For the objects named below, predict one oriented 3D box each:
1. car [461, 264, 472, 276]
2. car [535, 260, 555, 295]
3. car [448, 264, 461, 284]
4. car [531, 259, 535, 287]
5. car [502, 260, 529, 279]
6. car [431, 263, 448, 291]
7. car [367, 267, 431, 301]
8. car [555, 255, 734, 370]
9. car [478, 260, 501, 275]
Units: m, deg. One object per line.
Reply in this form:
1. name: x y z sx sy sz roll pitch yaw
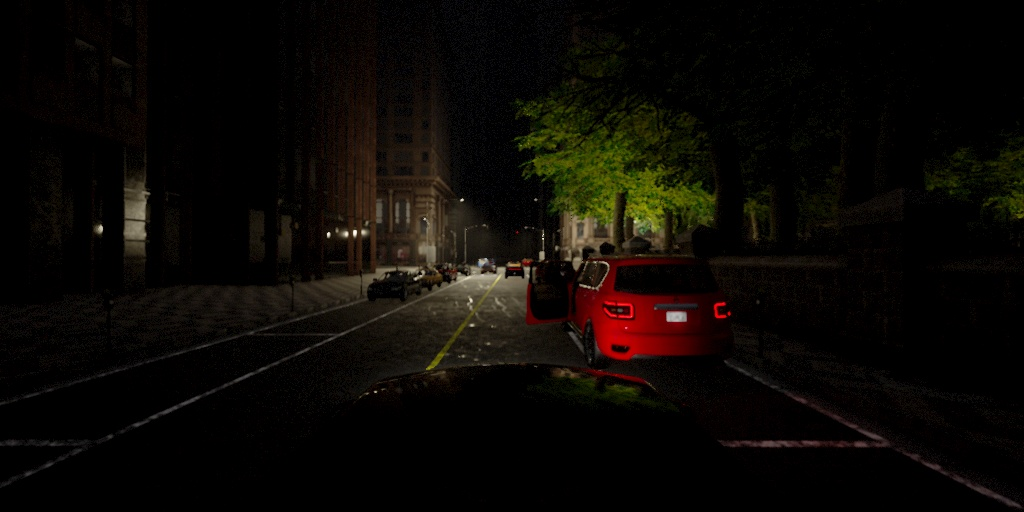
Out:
1. car: -5.535 1.506 39.833 1.948 1.339 4.313 0 0 0
2. car: 2.896 1.177 23.224 2.192 1.841 5.009 0 0 0
3. car: -5.598 1.334 28.786 1.967 1.591 4.097 0 0 0
4. car: 2.927 1.202 28.748 2.192 1.841 5.009 0 0 0
5. car: 0.266 1.405 34.651 2.128 1.511 4.902 0 0 1
6. car: -5.631 1.394 23.091 1.751 1.417 4.829 0 0 0
7. car: -5.661 1.393 17.737 2.007 1.370 4.403 0 0 0
8. car: 2.439 1.004 7.960 2.150 2.045 5.566 0 0 0
9. car: -2.749 1.504 44.081 2.033 1.411 5.357 0 0 0
